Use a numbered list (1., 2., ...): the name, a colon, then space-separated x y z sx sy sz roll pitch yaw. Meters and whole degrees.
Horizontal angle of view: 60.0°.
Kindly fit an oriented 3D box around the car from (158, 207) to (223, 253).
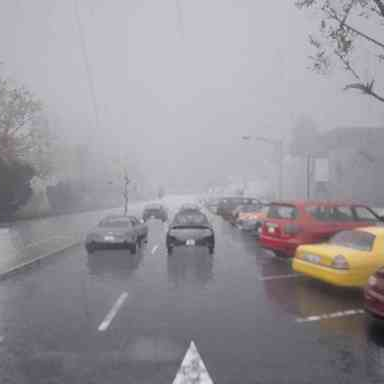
1. car: -0.067 1.624 14.305 2.128 1.511 4.902 0 0 0

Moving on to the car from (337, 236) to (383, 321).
1. car: 5.053 1.578 5.540 4.674 1.452 2.002 1 -1 -20

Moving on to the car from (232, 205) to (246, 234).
1. car: 4.982 1.651 17.545 4.892 1.521 2.231 1 0 -20

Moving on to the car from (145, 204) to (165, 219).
1. car: -3.186 1.807 29.289 1.837 1.490 4.892 0 0 0

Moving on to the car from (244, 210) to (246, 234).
1. car: 5.024 1.650 14.561 4.792 1.488 2.163 1 -1 -20

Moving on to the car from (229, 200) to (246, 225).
1. car: 4.984 1.555 20.556 4.553 1.767 2.185 1 0 -20

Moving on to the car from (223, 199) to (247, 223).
1. car: 4.898 1.586 23.541 4.553 1.767 2.185 1 -1 -20

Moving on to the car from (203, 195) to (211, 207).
1. car: 4.763 1.711 41.537 5.566 2.045 2.435 1 -1 -20

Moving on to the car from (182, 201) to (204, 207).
1. car: -0.186 1.807 29.333 1.837 1.490 4.892 0 0 0

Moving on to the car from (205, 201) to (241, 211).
1. car: 4.705 2.114 50.552 5.008 1.535 2.097 1 -1 -20

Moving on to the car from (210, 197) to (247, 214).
1. car: 4.906 1.535 29.569 5.566 2.045 2.435 1 -1 -20

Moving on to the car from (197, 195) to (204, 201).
1. car: 4.621 2.070 65.577 5.566 2.045 2.435 1 -1 -20

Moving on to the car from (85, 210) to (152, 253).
1. car: -3.067 1.697 14.290 1.994 1.385 4.181 0 0 0

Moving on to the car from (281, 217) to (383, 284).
1. car: 5.215 1.565 8.609 5.366 1.575 1.946 1 -1 -20

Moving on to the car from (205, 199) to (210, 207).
1. car: 4.634 1.907 38.481 5.366 1.575 1.946 1 -1 -20

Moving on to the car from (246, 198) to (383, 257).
1. car: 5.050 1.341 11.560 5.566 2.045 2.435 1 -1 -20

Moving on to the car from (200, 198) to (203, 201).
1. car: 4.642 2.318 62.575 4.792 1.488 2.163 1 -1 -20

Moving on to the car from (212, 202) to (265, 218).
1. car: 5.004 1.870 35.618 5.366 1.575 1.946 1 -1 -20

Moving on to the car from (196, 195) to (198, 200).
1. car: 4.498 2.140 74.557 5.566 2.045 2.435 1 0 -20
